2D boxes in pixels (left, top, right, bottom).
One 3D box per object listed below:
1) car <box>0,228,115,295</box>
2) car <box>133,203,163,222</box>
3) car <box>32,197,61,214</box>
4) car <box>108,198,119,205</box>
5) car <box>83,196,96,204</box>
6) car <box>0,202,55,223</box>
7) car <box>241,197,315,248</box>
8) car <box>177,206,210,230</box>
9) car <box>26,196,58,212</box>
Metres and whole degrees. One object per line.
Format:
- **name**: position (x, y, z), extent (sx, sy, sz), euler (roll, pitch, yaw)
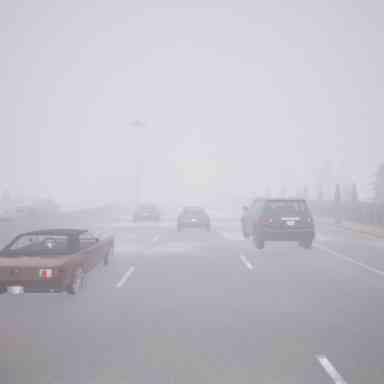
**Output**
- **car**: position (-3.398, 1.601, 8.659), extent (1.895, 1.301, 4.718), euler (0, 0, 0)
- **car**: position (-3.398, 1.583, 26.167), extent (1.994, 1.385, 4.181), euler (0, 0, 0)
- **car**: position (-14.150, 1.507, 31.692), extent (1.882, 1.535, 5.008), euler (0, 0, -1)
- **car**: position (-14.521, 1.740, 61.365), extent (1.895, 1.301, 4.718), euler (0, 0, -16)
- **car**: position (-22.015, 1.565, 71.372), extent (2.097, 1.767, 4.553), euler (0, 0, -24)
- **car**: position (-10.604, 1.574, 20.742), extent (1.994, 1.385, 4.181), euler (0, 0, 0)
- **car**: position (3.601, 1.227, 14.824), extent (2.150, 2.045, 5.566), euler (0, 0, 0)
- **car**: position (0.102, 1.575, 20.990), extent (1.994, 1.385, 4.181), euler (0, 0, 0)
- **car**: position (-17.904, 1.404, 39.945), extent (2.097, 1.767, 4.553), euler (0, 0, -4)
